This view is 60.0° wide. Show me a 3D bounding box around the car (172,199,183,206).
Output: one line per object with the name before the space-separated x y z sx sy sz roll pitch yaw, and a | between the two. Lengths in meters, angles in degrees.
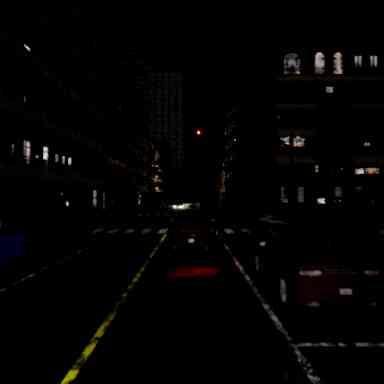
car | -3.020 2.306 72.904 1.895 1.301 4.718 0 -1 0

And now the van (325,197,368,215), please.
van | 15.632 1.351 33.605 3.998 1.788 1.690 -1 1 -1

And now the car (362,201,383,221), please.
car | 15.756 1.566 25.229 4.313 1.339 1.947 -1 1 -1

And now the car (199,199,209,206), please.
car | 2.664 2.271 73.607 2.008 1.369 4.403 -1 -1 0

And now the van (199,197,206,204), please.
van | 2.659 2.177 84.664 1.690 1.788 3.998 -1 -1 0

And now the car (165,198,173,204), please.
car | -5.720 2.360 84.495 1.752 1.417 4.829 -1 -1 0

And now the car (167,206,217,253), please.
car | 0.036 1.614 14.472 1.882 1.535 5.008 0 0 1

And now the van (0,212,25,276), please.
van | -5.701 1.417 8.028 1.690 1.788 3.998 0 -1 0

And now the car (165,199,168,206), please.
car | -5.712 2.118 57.026 1.947 1.339 4.313 -1 -1 0

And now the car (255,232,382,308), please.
car | 2.680 1.620 8.027 1.887 1.381 4.507 0 -1 0

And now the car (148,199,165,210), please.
car | -5.711 2.046 51.500 2.008 1.369 4.403 -1 -1 0

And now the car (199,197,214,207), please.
car | 2.667 1.991 57.025 1.967 1.590 4.097 -1 -1 0

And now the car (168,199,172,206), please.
car | -5.717 2.104 68.083 1.967 1.590 4.097 -1 -1 0

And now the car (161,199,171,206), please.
car | -5.717 2.303 73.610 1.802 1.307 4.206 -1 -1 0
